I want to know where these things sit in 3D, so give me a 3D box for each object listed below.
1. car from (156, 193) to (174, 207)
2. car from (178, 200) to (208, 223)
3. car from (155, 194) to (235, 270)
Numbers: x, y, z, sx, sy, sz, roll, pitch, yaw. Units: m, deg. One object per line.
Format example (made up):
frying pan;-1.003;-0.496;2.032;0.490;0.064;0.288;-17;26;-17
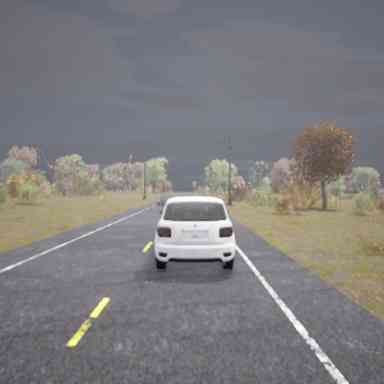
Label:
car;-3.581;1.029;45.134;2.097;1.767;4.553;0;1;0
car;0.073;1.361;25.402;2.033;1.411;5.357;0;0;0
car;0.074;1.142;10.883;2.150;2.045;5.566;0;1;0
